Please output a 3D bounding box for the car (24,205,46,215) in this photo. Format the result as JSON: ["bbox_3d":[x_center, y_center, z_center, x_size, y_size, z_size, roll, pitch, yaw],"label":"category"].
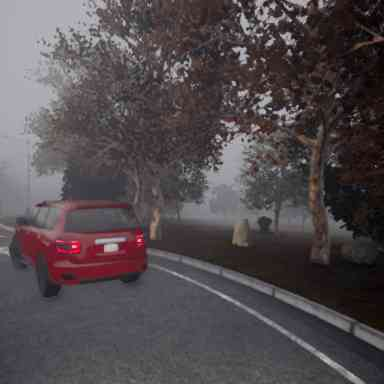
[{"bbox_3d":[-26.658,3.092,56.565,1.882,1.535,5.008,0,-5,-7],"label":"car"}]

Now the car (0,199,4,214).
[{"bbox_3d":[-24.622,1.656,39.765,2.150,2.045,5.566,0,-3,-7],"label":"car"}]

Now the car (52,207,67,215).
[{"bbox_3d":[-28.472,4.159,71.609,1.837,1.490,4.892,0,-5,-7],"label":"car"}]

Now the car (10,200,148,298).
[{"bbox_3d":[-3.226,1.219,8.917,2.150,2.045,5.566,0,0,-36],"label":"car"}]
